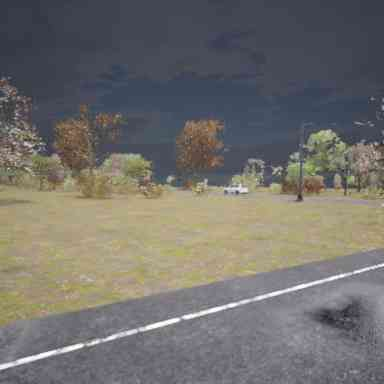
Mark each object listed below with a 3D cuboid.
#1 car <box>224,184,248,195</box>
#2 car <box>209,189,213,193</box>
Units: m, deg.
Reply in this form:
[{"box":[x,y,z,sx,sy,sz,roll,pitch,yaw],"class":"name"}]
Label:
[{"box":[8.680,-0.496,65.970,2.150,2.045,5.566,0,2,-36],"class":"car"},{"box":[2.583,-0.561,74.435,1.895,1.301,4.718,0,2,-36],"class":"car"}]
